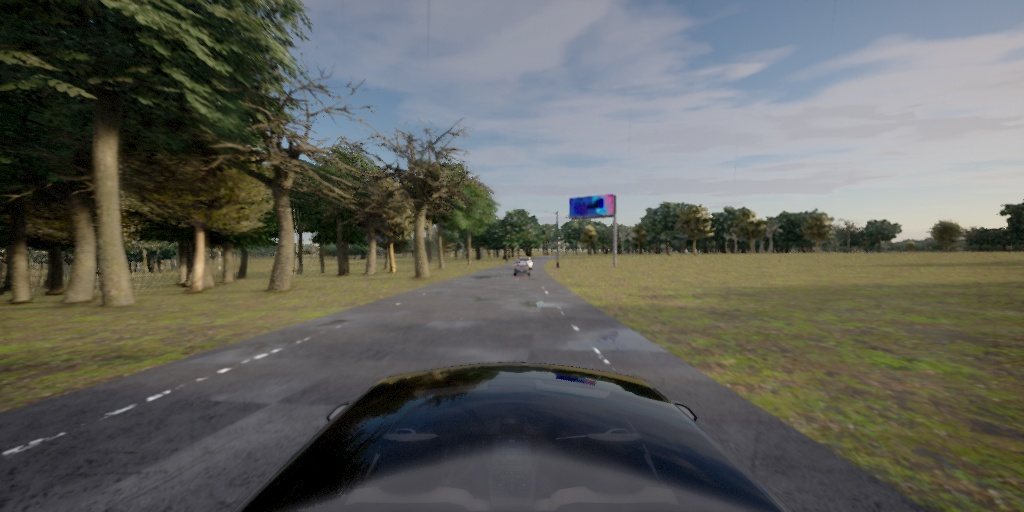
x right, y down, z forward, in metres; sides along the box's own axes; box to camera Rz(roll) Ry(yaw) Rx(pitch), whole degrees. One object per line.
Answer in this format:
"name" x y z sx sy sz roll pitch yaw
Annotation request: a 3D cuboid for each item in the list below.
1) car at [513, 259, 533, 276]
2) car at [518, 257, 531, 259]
"car" 1.221 1.481 42.318 2.128 1.511 4.902 0 0 3
"car" 2.292 1.226 60.289 2.150 2.045 5.566 0 0 5
